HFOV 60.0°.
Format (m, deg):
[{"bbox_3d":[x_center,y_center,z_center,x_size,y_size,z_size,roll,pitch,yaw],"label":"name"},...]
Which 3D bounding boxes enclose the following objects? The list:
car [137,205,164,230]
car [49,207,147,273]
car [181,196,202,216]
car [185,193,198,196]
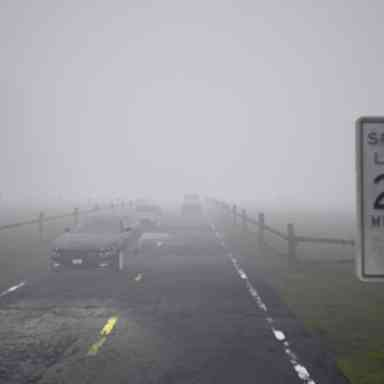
[{"bbox_3d":[-2.856,1.510,21.172,2.033,1.411,5.357,0,0,0],"label":"car"},{"bbox_3d":[-2.852,1.457,10.809,1.882,1.535,5.008,0,0,0],"label":"car"},{"bbox_3d":[-0.040,1.425,31.521,1.882,1.535,5.008,0,0,0],"label":"car"},{"bbox_3d":[-0.035,1.155,44.211,2.150,2.045,5.566,0,0,0],"label":"car"}]
